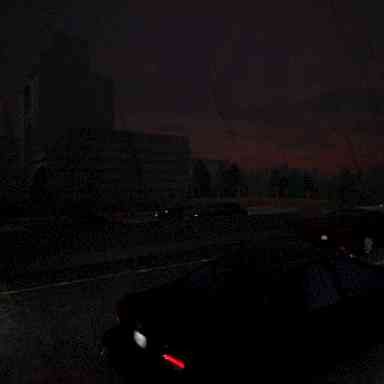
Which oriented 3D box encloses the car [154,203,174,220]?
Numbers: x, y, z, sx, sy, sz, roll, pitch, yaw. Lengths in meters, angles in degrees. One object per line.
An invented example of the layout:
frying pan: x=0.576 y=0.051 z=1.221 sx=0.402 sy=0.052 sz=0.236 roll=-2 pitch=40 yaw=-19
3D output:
car: x=-0.540 y=1.359 z=25.103 sx=4.902 sy=1.511 sz=2.128 roll=-1 pitch=0 yaw=-35

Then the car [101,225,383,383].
car: x=1.512 y=1.510 z=4.824 sx=5.357 sy=1.411 sz=2.033 roll=-1 pitch=0 yaw=-36

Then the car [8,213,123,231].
car: x=-4.853 y=1.567 z=13.430 sx=4.718 sy=1.301 sz=1.895 roll=-1 pitch=0 yaw=-36

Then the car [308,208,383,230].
car: x=6.482 y=1.358 z=12.670 sx=5.008 sy=1.535 sz=1.882 roll=-1 pitch=0 yaw=-35

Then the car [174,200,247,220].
car: x=1.542 y=1.371 z=22.289 sx=4.892 sy=1.490 sz=1.837 roll=-1 pitch=0 yaw=-36
